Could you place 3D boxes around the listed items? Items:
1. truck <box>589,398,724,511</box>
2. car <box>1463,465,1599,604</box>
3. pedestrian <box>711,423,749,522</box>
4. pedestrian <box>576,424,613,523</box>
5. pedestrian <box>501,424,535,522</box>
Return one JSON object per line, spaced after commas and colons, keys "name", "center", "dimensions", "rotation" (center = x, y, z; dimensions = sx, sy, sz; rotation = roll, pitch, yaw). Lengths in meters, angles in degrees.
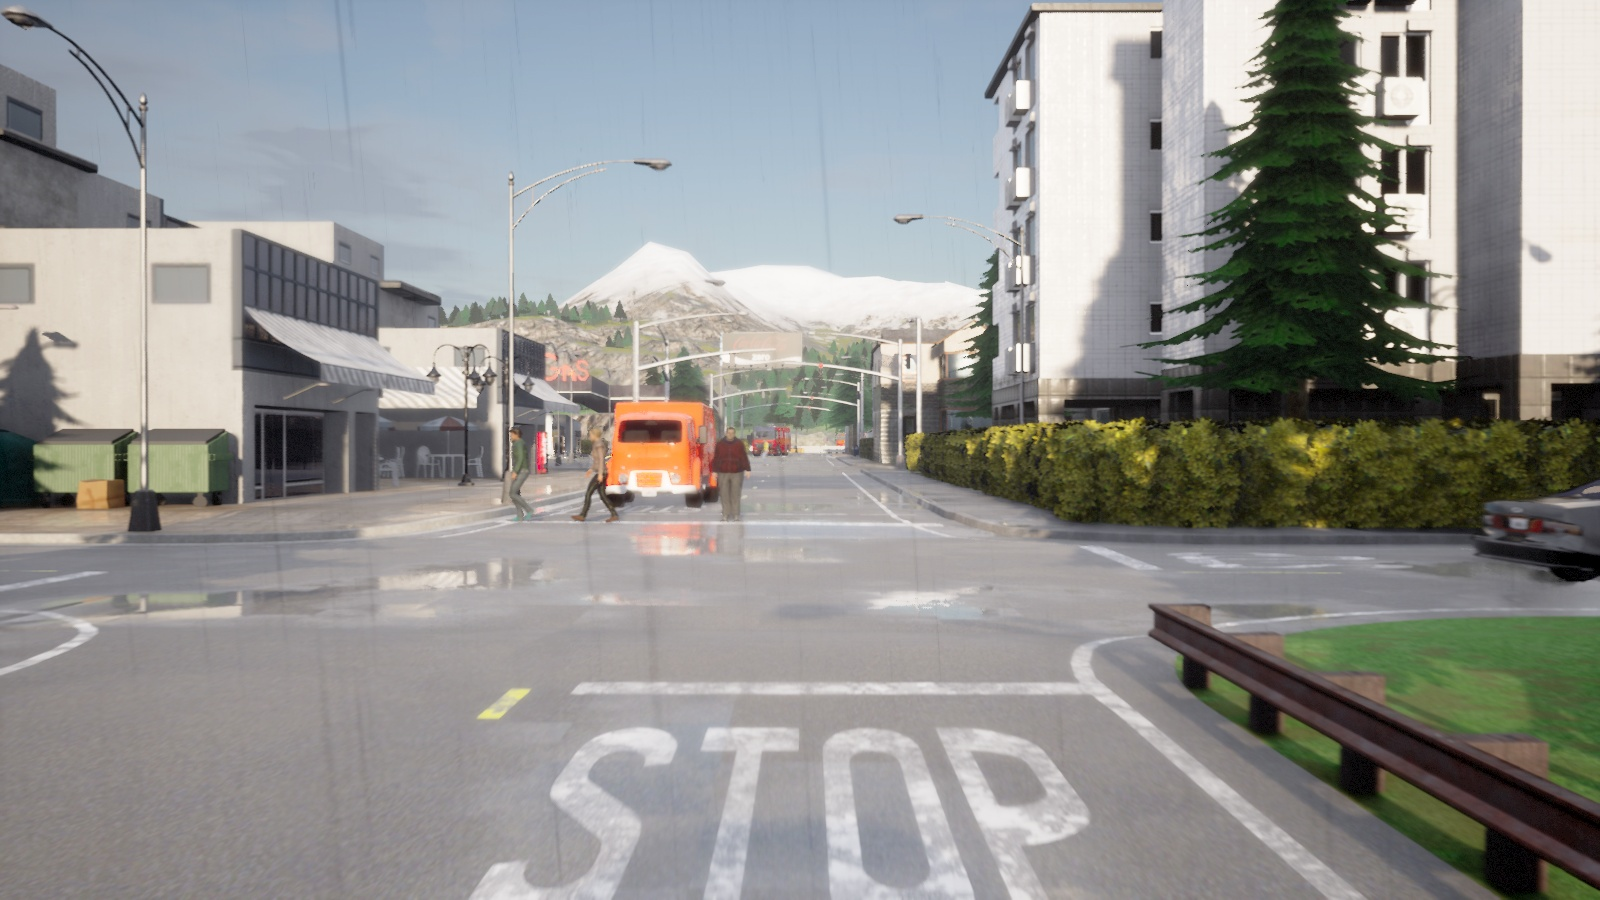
{"name": "truck", "center": [-3.311, 0.087, 30.176], "dimensions": [2.627, 2.467, 5.204], "rotation": [0, 0, 0]}
{"name": "car", "center": [10.728, 0.899, 14.254], "dimensions": [5.357, 1.411, 2.033], "rotation": [0, 0, -2]}
{"name": "pedestrian", "center": [-1.323, 0.419, 23.889], "dimensions": [0.634, 1.844, 0.899], "rotation": [0, 0, 2]}
{"name": "pedestrian", "center": [-3.831, 0.437, 23.455], "dimensions": [0.634, 1.846, 0.331], "rotation": [0, 0, 0]}
{"name": "pedestrian", "center": [-5.320, 0.426, 23.735], "dimensions": [0.614, 1.847, 0.353], "rotation": [0, 0, -10]}
